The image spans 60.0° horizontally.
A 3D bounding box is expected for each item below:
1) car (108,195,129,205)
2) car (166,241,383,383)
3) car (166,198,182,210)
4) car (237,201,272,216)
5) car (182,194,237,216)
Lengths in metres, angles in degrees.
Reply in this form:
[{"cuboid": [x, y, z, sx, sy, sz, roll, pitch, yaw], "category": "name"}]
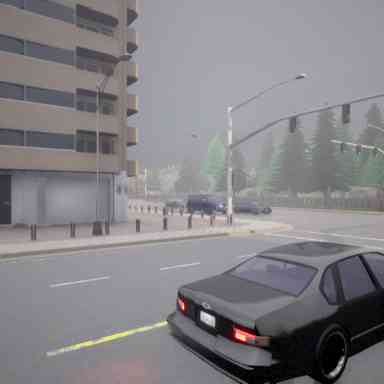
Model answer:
[{"cuboid": [-13.585, 1.424, 61.522, 2.097, 1.767, 4.553, 0, 0, -36], "category": "car"}, {"cuboid": [2.238, 1.547, 5.377, 5.357, 1.411, 2.033, 0, 0, -35], "category": "car"}, {"cuboid": [-2.030, 1.579, 45.339, 1.812, 1.442, 4.674, 0, 0, -36], "category": "car"}, {"cuboid": [6.127, 1.617, 33.990, 1.994, 1.385, 4.181, 0, 0, -36], "category": "car"}, {"cuboid": [1.638, 1.274, 34.232, 2.150, 2.045, 5.566, 0, 0, -36], "category": "car"}]
